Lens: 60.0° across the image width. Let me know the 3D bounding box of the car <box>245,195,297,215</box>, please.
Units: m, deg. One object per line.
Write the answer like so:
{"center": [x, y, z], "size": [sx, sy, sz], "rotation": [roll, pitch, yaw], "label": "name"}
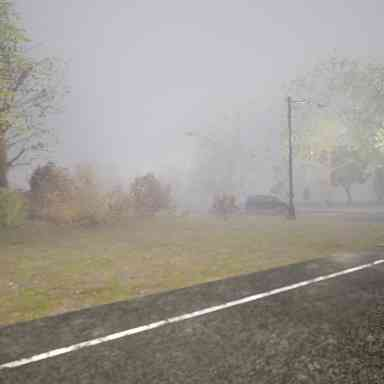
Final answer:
{"center": [8.445, 1.314, 36.145], "size": [5.566, 2.045, 2.150], "rotation": [-1, 0, 43], "label": "car"}
